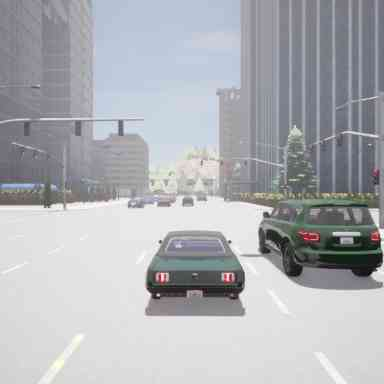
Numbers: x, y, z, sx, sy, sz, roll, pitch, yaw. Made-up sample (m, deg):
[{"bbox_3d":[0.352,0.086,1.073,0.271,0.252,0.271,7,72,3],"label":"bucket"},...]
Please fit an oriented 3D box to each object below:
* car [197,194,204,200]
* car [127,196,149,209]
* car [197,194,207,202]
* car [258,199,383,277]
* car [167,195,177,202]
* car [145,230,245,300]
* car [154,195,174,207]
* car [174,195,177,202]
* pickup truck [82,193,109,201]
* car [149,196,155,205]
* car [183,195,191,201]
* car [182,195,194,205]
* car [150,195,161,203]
[{"bbox_3d":[2.259,1.386,89.111,1.882,1.535,5.008,0,0,-1],"label":"car"},{"bbox_3d":[-7.796,1.491,46.754,2.128,1.511,4.902,0,0,1],"label":"car"},{"bbox_3d":[2.402,1.348,78.831,2.097,1.767,4.553,0,0,-1],"label":"car"},{"bbox_3d":[3.589,1.221,10.395,2.150,2.045,5.566,0,0,0],"label":"car"},{"bbox_3d":[-4.596,1.502,78.649,2.128,1.511,4.902,0,0,-1],"label":"car"},{"bbox_3d":[0.077,1.601,8.367,1.895,1.301,4.718,0,0,0],"label":"car"},{"bbox_3d":[-4.301,1.478,51.839,1.882,1.535,5.008,0,0,-1],"label":"car"},{"bbox_3d":[-4.436,1.601,64.040,1.895,1.301,4.718,0,0,0],"label":"car"},{"bbox_3d":[-21.147,1.059,73.429,2.390,2.098,6.274,0,0,30],"label":"pickup truck"},{"bbox_3d":[-7.896,1.527,59.048,1.812,1.442,4.674,0,1,-1],"label":"car"},{"bbox_3d":[-1.238,1.540,88.917,2.033,1.411,5.357,0,0,-1],"label":"car"},{"bbox_3d":[-0.690,1.505,56.748,1.837,1.490,4.892,0,0,-1],"label":"car"},{"bbox_3d":[-8.029,1.525,73.780,2.128,1.511,4.902,0,0,-1],"label":"car"}]
